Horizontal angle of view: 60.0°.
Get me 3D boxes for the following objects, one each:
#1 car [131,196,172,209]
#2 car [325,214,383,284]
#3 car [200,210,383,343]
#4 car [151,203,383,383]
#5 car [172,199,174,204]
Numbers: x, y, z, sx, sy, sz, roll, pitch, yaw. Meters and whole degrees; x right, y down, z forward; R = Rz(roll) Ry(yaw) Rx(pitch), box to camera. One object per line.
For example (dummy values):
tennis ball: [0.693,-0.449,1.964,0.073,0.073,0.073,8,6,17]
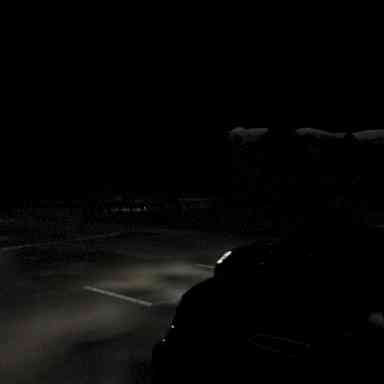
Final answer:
car: [-5.327,1.292,41.771,5.008,1.535,1.882,0,0,-43]
car: [6.137,1.477,8.162,5.008,1.535,1.882,0,0,36]
car: [2.636,1.346,6.364,4.553,1.767,2.097,0,0,36]
car: [2.304,1.223,2.327,5.566,2.045,2.150,0,0,34]
car: [-4.864,1.341,46.997,5.357,1.411,2.033,0,0,-42]
